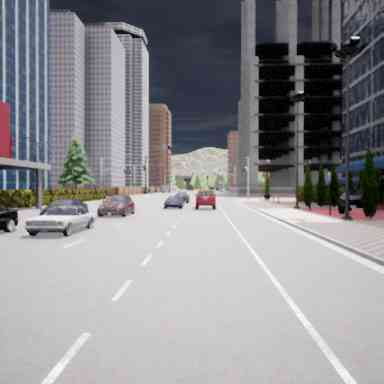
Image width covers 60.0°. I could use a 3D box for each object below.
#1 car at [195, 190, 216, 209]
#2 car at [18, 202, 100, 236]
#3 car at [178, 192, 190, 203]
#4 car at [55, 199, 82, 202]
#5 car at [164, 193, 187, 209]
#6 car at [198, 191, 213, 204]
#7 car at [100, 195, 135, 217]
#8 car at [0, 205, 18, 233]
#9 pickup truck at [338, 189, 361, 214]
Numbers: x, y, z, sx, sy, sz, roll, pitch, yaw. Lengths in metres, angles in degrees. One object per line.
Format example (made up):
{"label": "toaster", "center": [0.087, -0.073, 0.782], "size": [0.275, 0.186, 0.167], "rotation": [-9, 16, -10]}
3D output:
{"label": "car", "center": [1.508, 0.799, 36.818], "size": [2.150, 2.045, 5.566], "rotation": [0, 1, 2]}
{"label": "car", "center": [-6.495, 1.393, 16.940], "size": [1.895, 1.301, 4.718], "rotation": [0, 1, 2]}
{"label": "car", "center": [-1.463, 0.768, 50.251], "size": [2.097, 1.767, 4.553], "rotation": [0, 1, 2]}
{"label": "car", "center": [-9.639, 1.235, 25.618], "size": [2.033, 1.411, 5.357], "rotation": [0, 1, 2]}
{"label": "car", "center": [-1.974, 1.126, 37.421], "size": [1.994, 1.385, 4.181], "rotation": [0, 1, 3]}
{"label": "car", "center": [2.047, 0.772, 50.464], "size": [2.097, 1.767, 4.553], "rotation": [0, 1, 2]}
{"label": "car", "center": [-6.070, 1.028, 27.086], "size": [2.097, 1.767, 4.553], "rotation": [0, 1, 3]}
{"label": "car", "center": [-10.065, 1.283, 15.325], "size": [1.882, 1.535, 5.008], "rotation": [0, 1, 2]}
{"label": "pickup truck", "center": [14.202, 0.751, 28.432], "size": [2.390, 2.098, 6.274], "rotation": [1, 1, 33]}
